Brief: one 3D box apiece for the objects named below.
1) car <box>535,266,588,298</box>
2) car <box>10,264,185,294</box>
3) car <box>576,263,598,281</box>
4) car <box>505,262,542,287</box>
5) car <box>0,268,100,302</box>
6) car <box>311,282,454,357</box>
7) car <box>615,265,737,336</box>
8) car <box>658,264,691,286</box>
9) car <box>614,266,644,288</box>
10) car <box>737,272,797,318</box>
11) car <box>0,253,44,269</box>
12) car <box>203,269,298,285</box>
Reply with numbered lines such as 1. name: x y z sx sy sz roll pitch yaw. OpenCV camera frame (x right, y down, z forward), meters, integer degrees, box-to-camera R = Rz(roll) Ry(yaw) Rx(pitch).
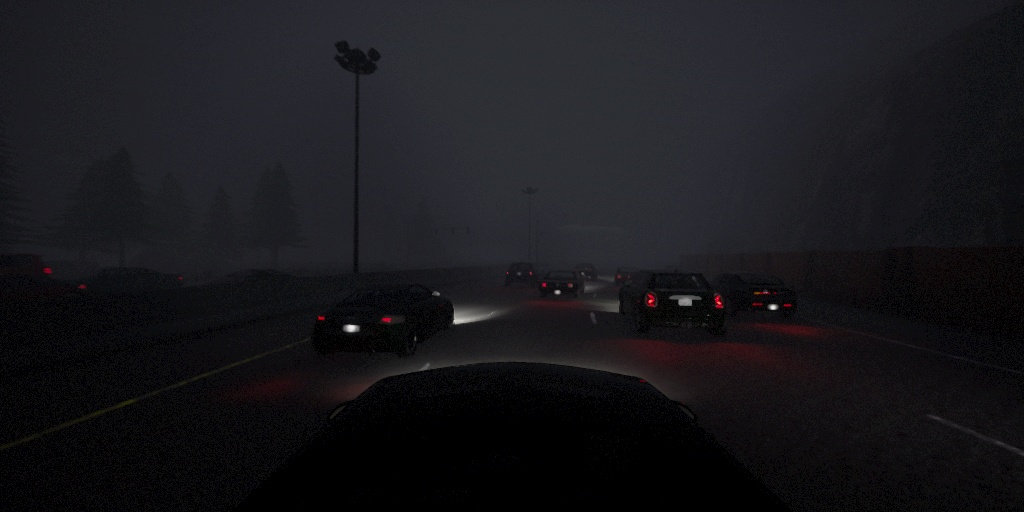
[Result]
1. car: 2.740 1.423 19.026 1.895 1.301 4.718 0 0 16
2. car: -19.346 1.233 17.420 2.033 1.411 5.357 0 0 11
3. car: 6.736 1.368 32.810 1.882 1.535 5.008 0 0 17
4. car: 1.046 1.185 25.602 2.097 1.767 4.553 0 0 16
5. car: -16.685 1.246 11.403 1.994 1.385 4.181 0 0 7
6. car: -2.789 1.320 8.650 1.994 1.385 4.181 0 0 6
7. car: 4.575 1.161 10.904 2.097 1.767 4.553 0 0 9
8. car: 12.844 1.439 28.593 1.812 1.442 4.674 0 0 17
9. car: 8.615 1.483 26.669 1.895 1.301 4.718 0 0 17
10. car: 8.657 1.345 13.549 1.837 1.490 4.892 0 0 12
11. car: -23.327 0.875 14.819 2.150 2.045 5.566 0 0 9
12. car: -12.236 1.291 17.030 1.994 1.385 4.181 0 0 12
